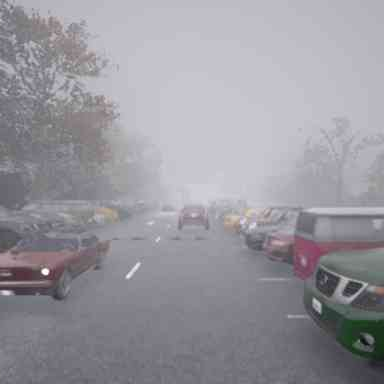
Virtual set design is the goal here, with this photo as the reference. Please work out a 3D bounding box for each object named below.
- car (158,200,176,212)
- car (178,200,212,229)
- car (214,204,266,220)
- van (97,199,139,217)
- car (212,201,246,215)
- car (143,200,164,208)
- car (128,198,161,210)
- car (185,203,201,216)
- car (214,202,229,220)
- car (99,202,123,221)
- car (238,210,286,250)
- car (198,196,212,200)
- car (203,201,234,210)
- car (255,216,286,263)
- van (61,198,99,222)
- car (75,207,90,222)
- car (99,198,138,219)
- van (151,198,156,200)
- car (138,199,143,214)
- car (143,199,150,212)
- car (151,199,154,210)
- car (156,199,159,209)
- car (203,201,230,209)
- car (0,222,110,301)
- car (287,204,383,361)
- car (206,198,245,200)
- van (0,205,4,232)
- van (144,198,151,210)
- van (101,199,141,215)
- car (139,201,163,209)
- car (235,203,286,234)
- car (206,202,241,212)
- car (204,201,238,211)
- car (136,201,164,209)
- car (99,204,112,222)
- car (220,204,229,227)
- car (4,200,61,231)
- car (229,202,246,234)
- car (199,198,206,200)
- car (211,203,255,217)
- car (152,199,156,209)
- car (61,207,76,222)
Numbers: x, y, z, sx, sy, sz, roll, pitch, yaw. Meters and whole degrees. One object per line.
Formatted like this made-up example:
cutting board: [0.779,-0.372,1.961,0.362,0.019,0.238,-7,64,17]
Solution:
car: [-3.550,2.324,50.128,1.895,1.301,4.718,0,-1,0]
car: [0.112,1.667,24.460,2.097,1.767,4.553,0,-1,0]
car: [4.587,1.947,32.426,4.792,1.488,2.163,0,-1,0]
van: [-8.402,1.780,38.068,4.442,1.987,1.878,0,-1,0]
car: [4.742,1.872,29.651,5.366,1.575,1.946,0,-1,0]
car: [-8.530,2.636,73.936,4.553,1.767,2.185,0,-1,0]
car: [-8.535,2.180,60.218,5.566,2.045,2.435,0,-1,0]
car: [0.124,2.140,41.456,1.994,1.385,4.181,0,-1,0]
car: [4.549,1.833,26.875,4.892,1.521,2.231,0,-1,0]
car: [-8.519,1.835,26.984,5.008,1.535,2.097,0,-1,0]
car: [4.553,1.619,12.996,5.008,1.535,2.097,0,-1,0]
car: [4.550,2.378,68.506,5.566,2.045,2.435,0,-1,0]
car: [4.759,2.426,60.173,5.366,1.575,1.946,0,-1,0]
car: [4.543,1.616,10.219,4.674,1.452,2.002,0,-1,0]
van: [-8.645,1.522,21.323,4.442,1.987,1.878,0,-1,0]
car: [-8.527,1.748,18.675,4.674,1.452,2.002,0,-1,0]
car: [-8.494,1.669,32.529,5.566,2.045,2.435,0,-1,0]
van: [-8.626,2.072,54.555,4.442,1.987,1.878,0,-1,0]
car: [-8.492,1.712,35.299,5.566,2.045,2.435,0,-1,0]
car: [-8.521,2.090,43.604,5.008,1.535,2.097,0,-1,0]
car: [-8.541,2.214,49.140,4.792,1.488,2.163,0,-1,0]
car: [-8.479,2.394,57.443,4.792,1.488,2.163,0,-1,0]
car: [4.569,2.497,62.948,4.892,1.521,2.231,0,-1,0]
car: [-3.592,1.674,8.634,1.895,1.301,4.718,0,-1,0]
car: [4.514,1.240,4.672,5.566,2.045,2.435,0,-1,0]
car: [4.535,2.008,46.306,4.553,1.767,2.185,0,-1,0]
van: [-8.651,1.352,10.244,4.442,1.987,1.878,0,-1,0]
van: [-8.406,1.910,46.393,4.442,1.987,1.878,0,-1,0]
van: [-8.633,1.822,40.838,4.442,1.987,1.878,0,-1,0]
car: [-8.499,2.671,68.518,4.674,1.452,2.002,0,-1,0]
car: [4.580,1.536,15.774,4.553,1.767,2.185,0,-1,0]
car: [4.573,2.183,49.082,4.892,1.521,2.231,0,-1,0]
car: [4.756,2.292,54.502,5.366,1.575,1.946,0,-1,0]
car: [-8.317,2.561,65.750,5.366,1.575,1.946,0,-1,0]
car: [-8.529,1.831,24.089,4.674,1.452,2.002,0,-1,0]
car: [4.737,1.744,21.323,5.366,1.575,1.946,0,-1,0]
car: [-8.504,1.369,13.014,5.566,2.045,2.435,0,-1,0]
car: [4.582,1.579,18.549,4.553,1.767,2.185,0,-1,0]
car: [4.391,2.560,65.724,5.366,1.575,1.946,0,-1,0]
car: [4.590,2.032,37.978,4.792,1.488,2.163,0,-1,0]
car: [-8.540,2.266,51.779,4.792,1.488,2.163,0,-1,0]
car: [-8.525,1.665,15.905,5.008,1.535,2.097,0,-1,0]
